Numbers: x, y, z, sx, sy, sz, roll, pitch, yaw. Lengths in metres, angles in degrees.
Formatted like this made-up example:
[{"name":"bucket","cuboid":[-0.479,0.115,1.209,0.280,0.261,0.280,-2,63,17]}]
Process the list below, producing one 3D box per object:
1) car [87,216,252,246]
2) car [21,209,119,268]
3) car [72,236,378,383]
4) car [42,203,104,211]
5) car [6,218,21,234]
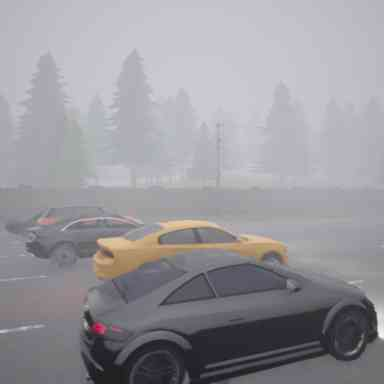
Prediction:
[{"name":"car","cuboid":[0.103,1.462,8.408,5.008,1.535,1.882,0,0,-22]},{"name":"car","cuboid":[-2.759,1.472,11.016,4.902,1.511,2.128,0,0,-22]},{"name":"car","cuboid":[0.563,1.554,4.813,4.181,1.385,1.994,0,0,-22]},{"name":"car","cuboid":[-4.281,1.328,14.175,4.553,1.767,2.097,0,0,-22]},{"name":"car","cuboid":[-6.682,1.573,16.973,4.718,1.301,1.895,0,0,-22]}]
